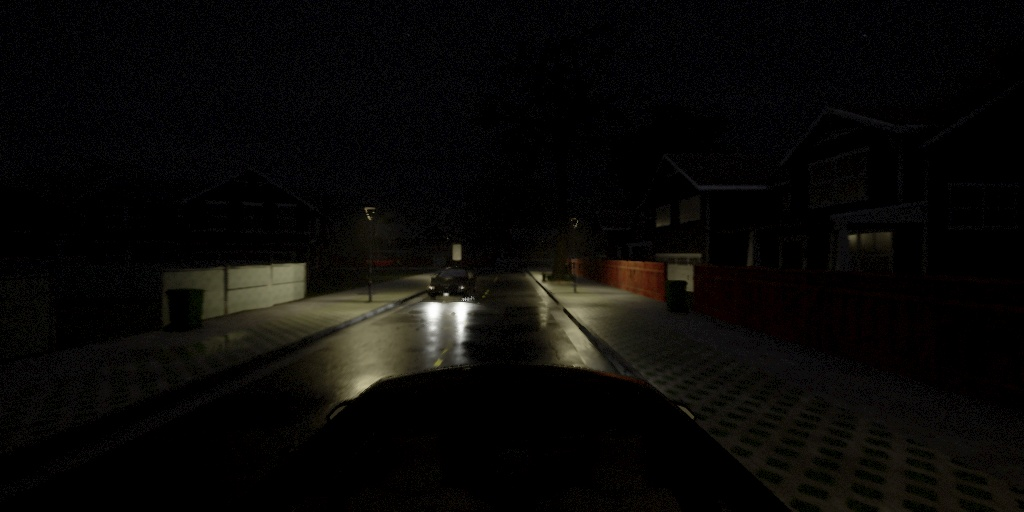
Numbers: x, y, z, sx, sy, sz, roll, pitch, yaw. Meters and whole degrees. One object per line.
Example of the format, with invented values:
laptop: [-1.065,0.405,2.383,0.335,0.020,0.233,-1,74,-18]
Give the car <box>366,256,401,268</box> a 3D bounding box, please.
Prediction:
car: [-17.469,0.792,48.911,4.553,1.767,2.097,0,0,-20]

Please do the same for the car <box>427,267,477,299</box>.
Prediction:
car: [-2.845,1.280,18.158,2.033,1.411,5.357,0,0,0]

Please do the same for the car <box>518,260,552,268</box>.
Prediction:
car: [3.580,1.261,56.575,5.357,1.411,2.033,1,0,-20]
